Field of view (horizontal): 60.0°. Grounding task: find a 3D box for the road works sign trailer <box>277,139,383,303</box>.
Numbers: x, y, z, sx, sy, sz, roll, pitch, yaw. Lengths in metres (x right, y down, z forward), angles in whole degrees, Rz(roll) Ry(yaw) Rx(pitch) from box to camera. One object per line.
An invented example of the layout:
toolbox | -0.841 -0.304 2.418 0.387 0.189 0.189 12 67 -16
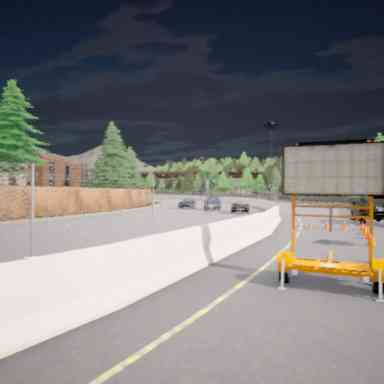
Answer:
road works sign trailer | 3.585 0.493 8.579 2.380 3.560 2.880 1 0 24

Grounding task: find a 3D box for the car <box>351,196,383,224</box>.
car | 13.822 1.348 25.641 2.150 2.045 5.566 1 0 16
